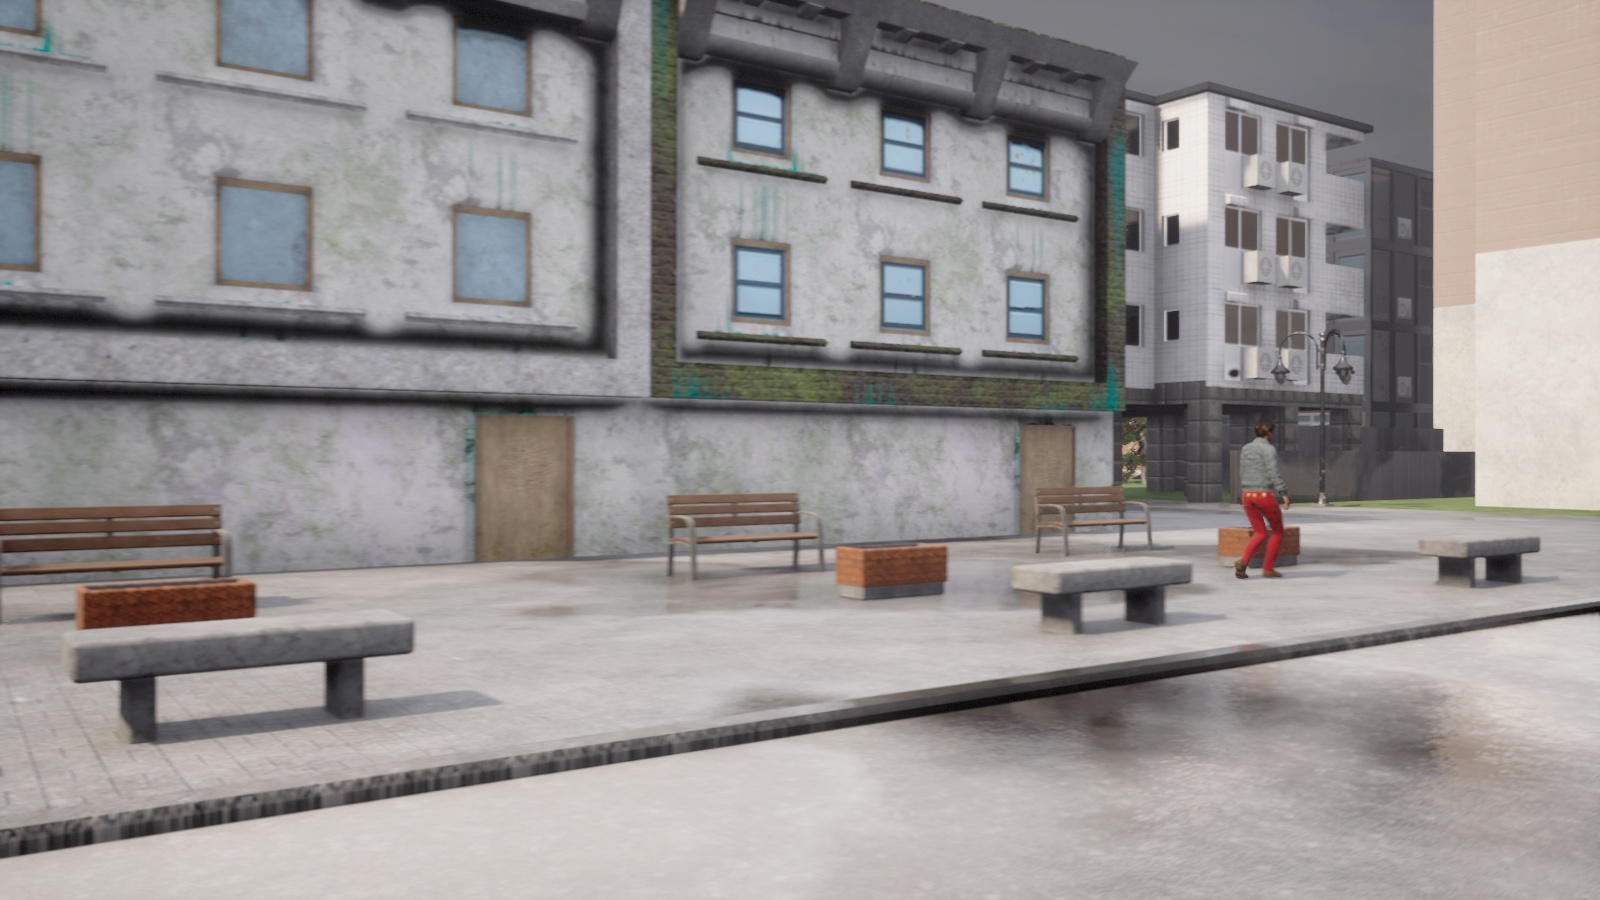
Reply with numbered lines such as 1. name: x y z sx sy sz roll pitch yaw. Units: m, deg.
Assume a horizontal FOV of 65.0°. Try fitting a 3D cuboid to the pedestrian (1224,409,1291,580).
1. pedestrian: 5.034 0.478 13.821 0.614 1.847 0.353 0 0 -26
